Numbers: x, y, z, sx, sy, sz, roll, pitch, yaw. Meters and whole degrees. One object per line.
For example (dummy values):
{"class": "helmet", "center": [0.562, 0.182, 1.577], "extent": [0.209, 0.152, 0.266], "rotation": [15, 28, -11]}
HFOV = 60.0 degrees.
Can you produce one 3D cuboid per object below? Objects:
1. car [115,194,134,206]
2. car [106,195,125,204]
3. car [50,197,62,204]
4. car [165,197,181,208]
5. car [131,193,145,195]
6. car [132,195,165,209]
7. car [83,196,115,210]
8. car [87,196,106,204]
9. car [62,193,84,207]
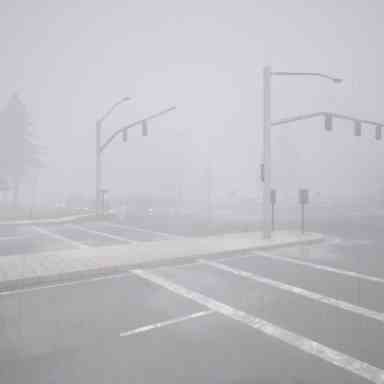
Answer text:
{"class": "car", "center": [-11.481, 1.505, 54.388], "extent": [1.837, 1.490, 4.892], "rotation": [0, 0, -35]}
{"class": "car", "center": [-15.166, 1.478, 65.846], "extent": [1.882, 1.535, 5.008], "rotation": [0, 0, -34]}
{"class": "car", "center": [-24.714, 1.564, 61.135], "extent": [1.994, 1.385, 4.181], "rotation": [0, 0, -36]}
{"class": "car", "center": [-3.455, 1.505, 49.028], "extent": [1.837, 1.490, 4.892], "rotation": [0, 0, -35]}
{"class": "car", "center": [-8.997, 1.222, 56.949], "extent": [2.150, 2.045, 5.566], "rotation": [0, 0, -35]}
{"class": "car", "center": [-6.237, 1.505, 46.899], "extent": [1.837, 1.490, 4.892], "rotation": [0, 0, -35]}
{"class": "car", "center": [-12.035, 1.505, 42.973], "extent": [1.837, 1.490, 4.892], "rotation": [0, 0, -35]}
{"class": "car", "center": [-18.533, 1.492, 64.547], "extent": [2.128, 1.511, 4.902], "rotation": [0, 0, -34]}
{"class": "car", "center": [-17.701, 1.221, 51.046], "extent": [2.150, 2.045, 5.566], "rotation": [0, 0, -35]}
